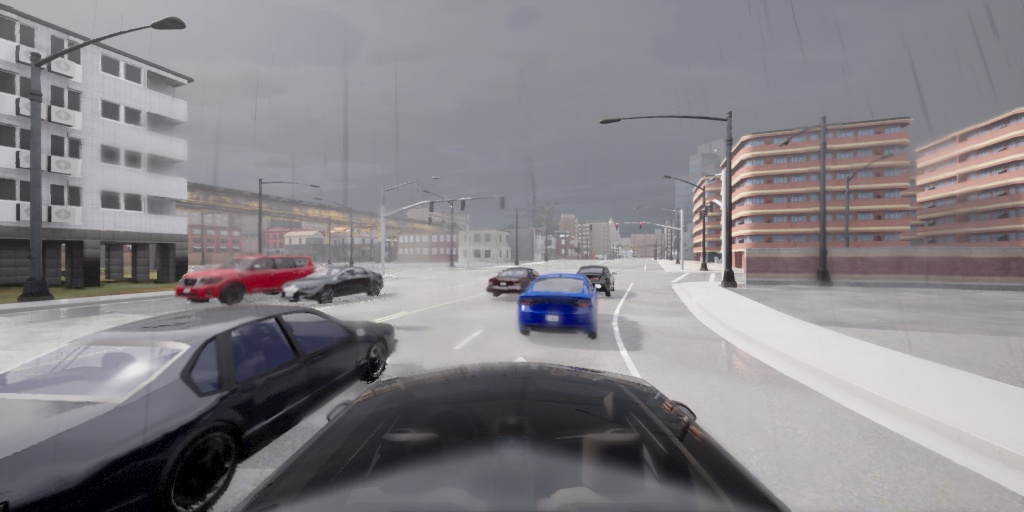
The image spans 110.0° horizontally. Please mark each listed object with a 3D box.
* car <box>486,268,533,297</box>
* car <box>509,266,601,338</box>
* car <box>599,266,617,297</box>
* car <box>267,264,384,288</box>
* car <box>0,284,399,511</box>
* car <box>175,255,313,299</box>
[{"bbox_3d":[0.456,1.297,18.450,2.033,1.411,5.357,0,0,20],"label":"car"},{"bbox_3d":[1.501,1.228,10.319,1.882,1.535,5.008,0,0,14],"label":"car"},{"bbox_3d":[4.447,1.255,19.236,1.837,1.490,4.892,0,0,19],"label":"car"},{"bbox_3d":[-7.926,1.241,16.325,2.128,1.511,4.902,0,0,18],"label":"car"},{"bbox_3d":[-3.150,1.296,4.147,2.033,1.411,5.357,0,0,4],"label":"car"},{"bbox_3d":[-11.604,0.970,16.337,2.150,2.045,5.566,0,0,17],"label":"car"}]
